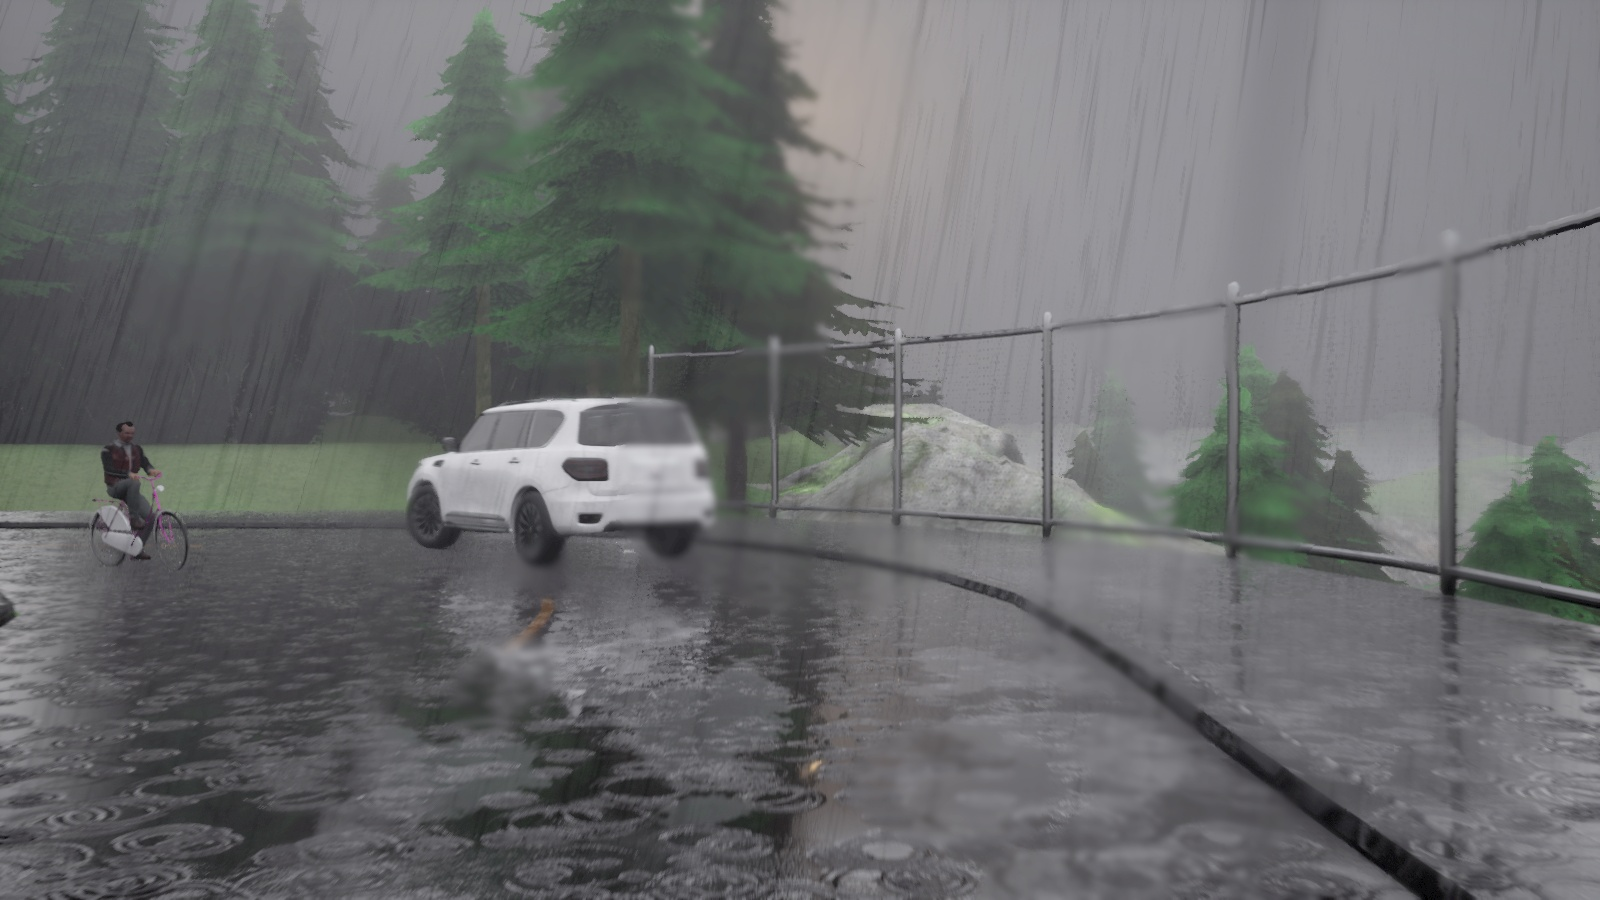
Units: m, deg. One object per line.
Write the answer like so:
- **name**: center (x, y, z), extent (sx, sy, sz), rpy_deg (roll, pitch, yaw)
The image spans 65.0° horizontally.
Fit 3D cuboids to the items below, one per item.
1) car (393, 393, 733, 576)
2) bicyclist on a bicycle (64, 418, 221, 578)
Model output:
- **car**: center (-3.385, 0.369, 16.859), extent (2.150, 2.045, 5.566), rpy_deg (0, 0, -38)
- **bicyclist on a bicycle**: center (-7.735, 0.529, 14.760), extent (1.843, 1.776, 0.659), rpy_deg (0, 2, 28)
